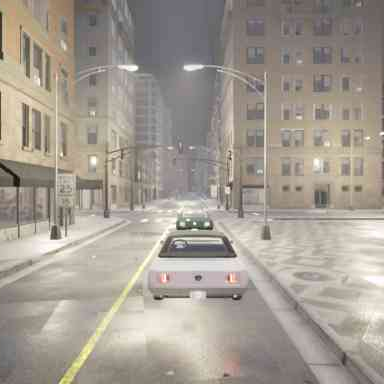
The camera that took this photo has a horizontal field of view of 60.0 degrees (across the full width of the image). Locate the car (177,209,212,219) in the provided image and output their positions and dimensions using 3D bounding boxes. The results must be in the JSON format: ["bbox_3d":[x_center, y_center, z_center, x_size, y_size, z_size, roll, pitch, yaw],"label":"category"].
[{"bbox_3d":[0.134,1.600,18.551,1.895,1.301,4.718,0,0,0],"label":"car"}]

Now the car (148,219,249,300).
[{"bbox_3d":[0.116,1.601,8.316,1.895,1.301,4.718,0,0,0],"label":"car"}]
